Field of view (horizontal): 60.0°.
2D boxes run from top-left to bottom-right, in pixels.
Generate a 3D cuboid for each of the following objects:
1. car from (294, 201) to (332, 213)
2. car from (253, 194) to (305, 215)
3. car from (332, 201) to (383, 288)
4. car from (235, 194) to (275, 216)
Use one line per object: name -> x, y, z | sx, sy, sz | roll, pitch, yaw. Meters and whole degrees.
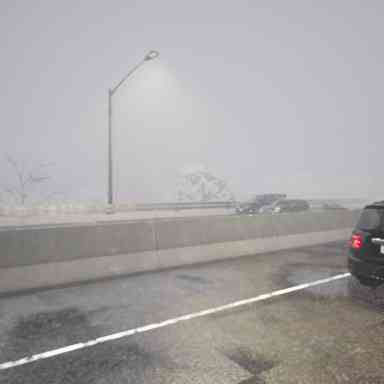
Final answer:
car -> 9.535, 1.521, 23.496 | 4.181, 1.385, 1.994 | 0, 0, -35
car -> 7.388, 1.308, 26.266 | 4.553, 1.767, 2.097 | 0, 0, -35
car -> 5.998, 1.204, 7.976 | 5.566, 2.045, 2.150 | -1, 0, -35
car -> 6.449, 1.173, 29.879 | 5.566, 2.045, 2.150 | 0, 0, -35
